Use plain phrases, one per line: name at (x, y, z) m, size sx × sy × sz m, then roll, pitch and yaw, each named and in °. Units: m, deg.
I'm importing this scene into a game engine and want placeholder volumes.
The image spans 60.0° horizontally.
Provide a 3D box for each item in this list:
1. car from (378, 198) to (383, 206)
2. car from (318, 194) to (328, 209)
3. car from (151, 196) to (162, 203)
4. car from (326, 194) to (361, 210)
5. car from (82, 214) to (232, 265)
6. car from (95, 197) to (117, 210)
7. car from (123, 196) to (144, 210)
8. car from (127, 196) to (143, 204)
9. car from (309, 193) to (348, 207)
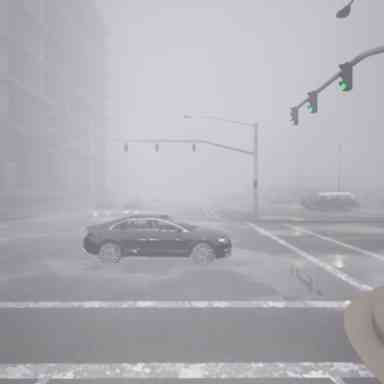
car at (36.810, 1.363, 60.934) m, size 3.905 × 1.438 × 1.784 m, roll 0°, pitch 0°, yaw 0°
car at (21.629, 1.373, 49.949) m, size 3.905 × 1.438 × 1.784 m, roll 0°, pitch 0°, yaw 0°
car at (-7.157, 1.485, 67.275) m, size 2.033 × 1.411 × 5.357 m, roll 0°, pitch 0°, yaw 1°
car at (21.600, 1.407, 47.054) m, size 3.806 × 1.475 × 1.970 m, roll 0°, pitch 0°, yaw 0°
car at (-1.135, 1.511, 11.160) m, size 4.902 × 1.511 × 2.128 m, roll 0°, pitch 0°, yaw 0°
car at (-10.803, 1.439, 42.041) m, size 1.882 × 1.535 × 5.008 m, roll 0°, pitch 0°, yaw 0°
car at (-7.305, 1.508, 42.017) m, size 2.033 × 1.411 × 5.357 m, roll 0°, pitch 0°, yaw 0°
car at (-10.693, 1.490, 62.575) m, size 2.033 × 1.411 × 5.357 m, roll 0°, pitch 0°, yaw 1°
car at (21.604, 1.160, 52.632) m, size 4.605 × 1.855 × 1.932 m, roll 0°, pitch 0°, yaw 0°
